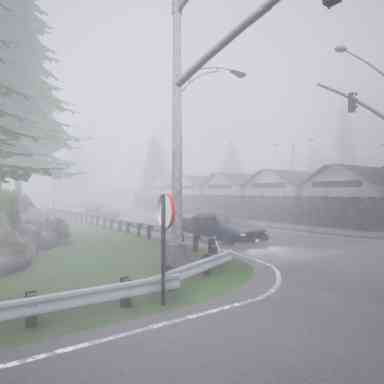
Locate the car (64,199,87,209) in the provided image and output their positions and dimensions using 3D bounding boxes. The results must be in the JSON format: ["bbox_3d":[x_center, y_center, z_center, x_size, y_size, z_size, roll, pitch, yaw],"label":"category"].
[{"bbox_3d":[-16.464,1.725,48.801,2.033,1.411,5.357,0,0,11],"label":"car"}]

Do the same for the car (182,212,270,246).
[{"bbox_3d":[1.364,1.739,16.749,2.033,1.411,5.357,0,0,-34],"label":"car"}]

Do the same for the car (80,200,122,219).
[{"bbox_3d":[-8.323,1.739,30.709,2.033,1.411,5.357,0,0,-35],"label":"car"}]
